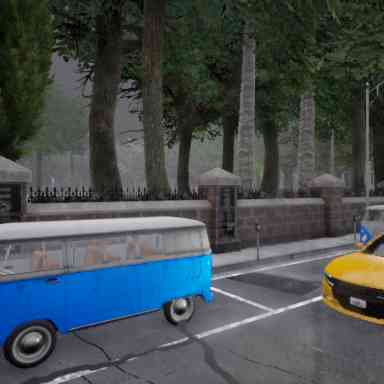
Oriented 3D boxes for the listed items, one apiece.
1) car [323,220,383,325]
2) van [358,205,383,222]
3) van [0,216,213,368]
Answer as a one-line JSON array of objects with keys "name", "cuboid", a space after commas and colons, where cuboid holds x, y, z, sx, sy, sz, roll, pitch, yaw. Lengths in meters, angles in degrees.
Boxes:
[{"name": "car", "cuboid": [4.659, 1.476, 6.718, 5.008, 1.535, 1.882, 0, 0, -36]}, {"name": "van", "cuboid": [7.672, 1.338, 12.037, 3.998, 1.788, 1.690, 0, 0, -36]}, {"name": "van", "cuboid": [-1.529, 1.341, 5.450, 3.998, 1.788, 1.690, 0, 0, -36]}]
